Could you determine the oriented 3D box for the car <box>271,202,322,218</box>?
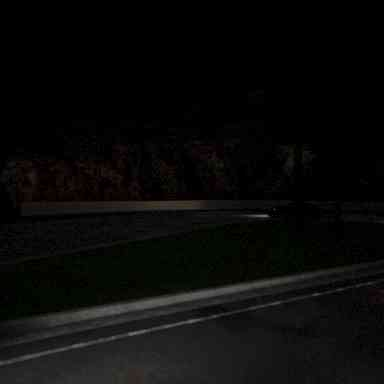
[{"bbox_3d":[10.341,1.735,33.098,4.892,1.490,1.837,1,-1,11],"label":"car"}]
